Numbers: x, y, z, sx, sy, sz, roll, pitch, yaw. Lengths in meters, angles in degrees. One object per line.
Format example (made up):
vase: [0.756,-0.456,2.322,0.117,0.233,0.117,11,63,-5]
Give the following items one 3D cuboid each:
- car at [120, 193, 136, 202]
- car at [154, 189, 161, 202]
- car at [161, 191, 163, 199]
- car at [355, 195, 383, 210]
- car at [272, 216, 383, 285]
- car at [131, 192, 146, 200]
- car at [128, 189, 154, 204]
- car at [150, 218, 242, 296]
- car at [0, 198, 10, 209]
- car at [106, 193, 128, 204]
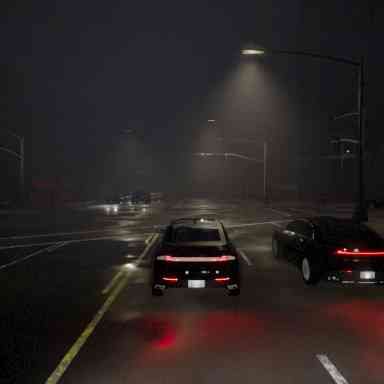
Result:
car: [-10.722,0.881,56.050,1.812,1.442,4.674,0,0,0]
car: [-7.216,0.572,57.484,2.150,2.045,5.566,0,0,0]
car: [-7.206,0.541,67.920,2.150,2.045,5.566,0,0,0]
car: [19.034,1.039,33.432,4.892,1.490,1.837,0,1,0]
car: [3.578,1.415,9.209,1.837,1.490,4.892,0,1,0]
car: [-10.715,0.815,66.453,2.128,1.511,4.902,0,0,0]
car: [-7.191,0.626,47.450,2.150,2.045,5.566,0,0,1]
car: [0.074,1.409,8.413,2.128,1.511,4.902,0,1,0]
car: [-20.820,1.091,33.643,4.181,1.385,1.994,0,1,0]
car: [-10.702,0.898,46.785,2.128,1.511,4.902,0,0,0]
